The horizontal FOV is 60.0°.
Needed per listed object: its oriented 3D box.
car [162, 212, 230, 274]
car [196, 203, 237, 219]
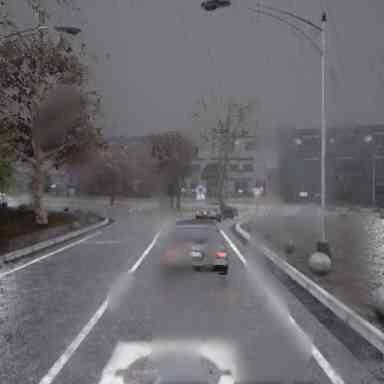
[{"bbox_3d":[0.099,1.605,10.697,2.033,1.411,5.357,0,0,0],"label":"car"},{"bbox_3d":[2.043,1.584,26.825,2.033,1.411,5.357,0,0,25],"label":"car"}]
